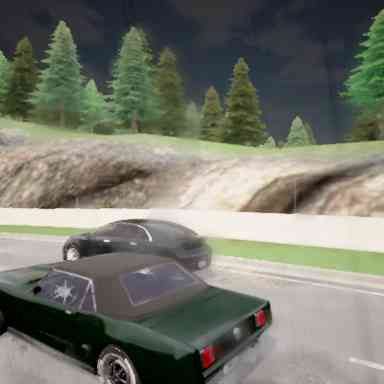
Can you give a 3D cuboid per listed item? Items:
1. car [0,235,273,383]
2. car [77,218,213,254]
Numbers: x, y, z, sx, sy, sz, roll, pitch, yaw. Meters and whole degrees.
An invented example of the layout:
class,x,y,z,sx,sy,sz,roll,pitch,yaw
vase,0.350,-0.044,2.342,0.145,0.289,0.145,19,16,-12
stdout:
class,x,y,z,sx,sy,sz,roll,pitch,yaw
car,-1.365,1.606,4.983,4.718,1.301,1.895,0,0,36
car,-1.731,1.515,9.548,4.892,1.490,1.837,0,0,35
